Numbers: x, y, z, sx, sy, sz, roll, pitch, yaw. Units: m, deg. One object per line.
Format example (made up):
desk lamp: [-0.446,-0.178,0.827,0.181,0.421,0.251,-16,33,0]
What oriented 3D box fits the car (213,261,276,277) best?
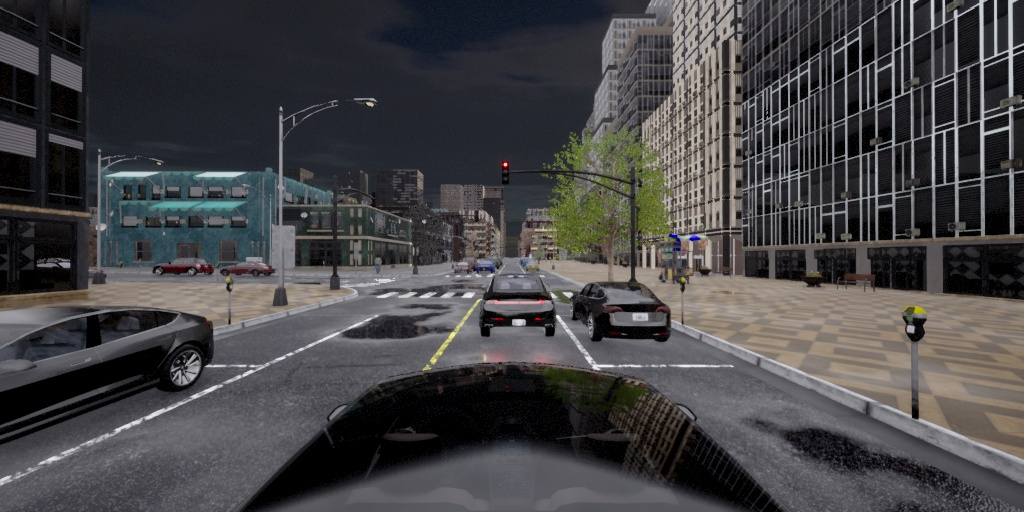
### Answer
car: [-22.815,1.090,31.002,4.207,1.307,1.802,0,0,-1]

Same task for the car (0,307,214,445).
car: [-5.689,1.316,4.069,1.948,1.339,4.313,0,0,0]

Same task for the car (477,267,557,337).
car: [0.112,1.242,10.277,2.128,1.511,4.902,0,0,-1]

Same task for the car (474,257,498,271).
car: [-3.076,1.230,42.935,1.882,1.535,5.008,0,0,2]

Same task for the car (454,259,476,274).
car: [-5.681,1.334,42.085,1.802,1.307,4.207,0,0,0]

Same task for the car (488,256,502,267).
car: [-3.054,0.976,54.911,2.150,2.045,5.566,0,0,0]

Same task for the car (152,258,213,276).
car: [-28.362,0.879,30.925,4.097,1.591,1.967,0,0,-1]

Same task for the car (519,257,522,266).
car: [2.705,1.305,64.289,2.007,1.370,4.403,0,0,0]

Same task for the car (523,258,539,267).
car: [2.701,1.278,47.806,1.751,1.417,4.829,0,0,0]

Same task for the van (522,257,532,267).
van: [2.702,1.094,53.187,1.690,1.789,3.998,0,0,0]

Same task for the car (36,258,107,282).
car: [-28.246,0.980,22.546,4.207,1.307,1.802,0,0,-1]

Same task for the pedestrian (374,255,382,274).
pedestrian: [-12.742,0.789,34.091,0.375,1.860,0.375,0,-1,-1]

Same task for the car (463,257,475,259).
car: [-5.679,1.068,47.636,2.192,1.841,5.009,0,0,0]

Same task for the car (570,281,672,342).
car: [2.692,1.316,9.607,1.948,1.339,4.313,0,0,0]
